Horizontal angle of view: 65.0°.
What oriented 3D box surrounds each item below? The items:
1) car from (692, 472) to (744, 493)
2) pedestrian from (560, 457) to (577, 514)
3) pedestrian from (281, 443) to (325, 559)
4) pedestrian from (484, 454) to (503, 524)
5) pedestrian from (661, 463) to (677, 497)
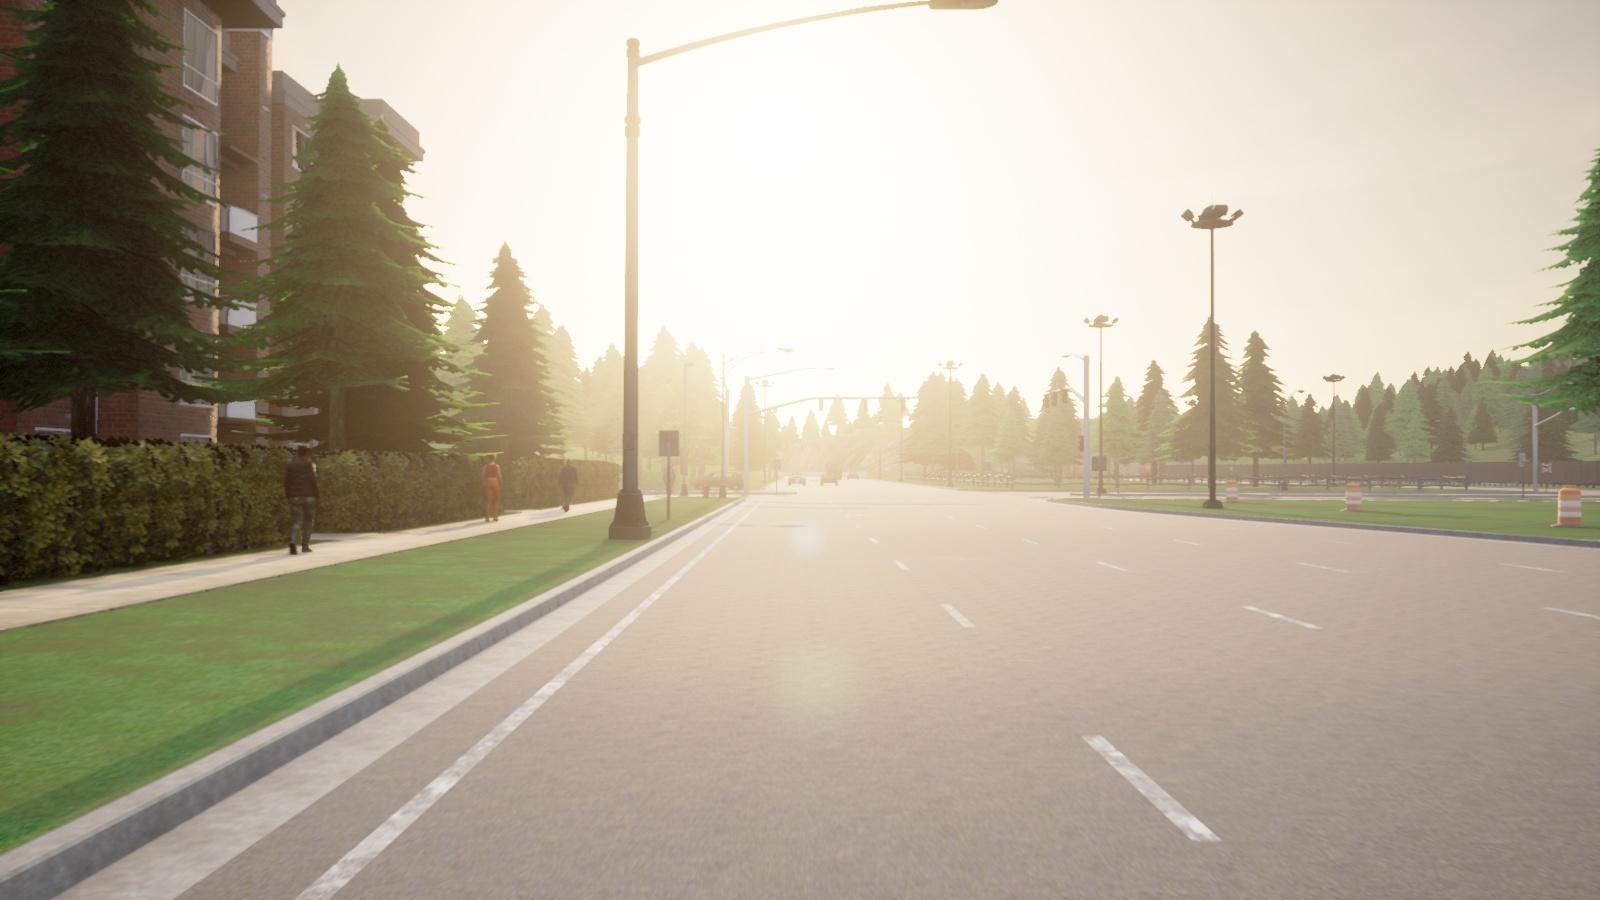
[{"bbox_3d":[-5.996,2.358,92.055,3.705,1.549,1.789,0,-1,0],"label":"car"},{"bbox_3d":[-7.628,1.167,41.371,0.402,1.842,0.726,0,-1,0],"label":"pedestrian"},{"bbox_3d":[-8.046,0.817,20.357,0.431,1.840,0.703,0,-1,1],"label":"pedestrian"},{"bbox_3d":[-8.155,1.036,33.416,0.345,1.836,0.594,0,-1,0],"label":"pedestrian"},{"bbox_3d":[-7.287,1.652,69.871,0.874,1.855,0.900,0,-1,-3],"label":"pedestrian"}]
